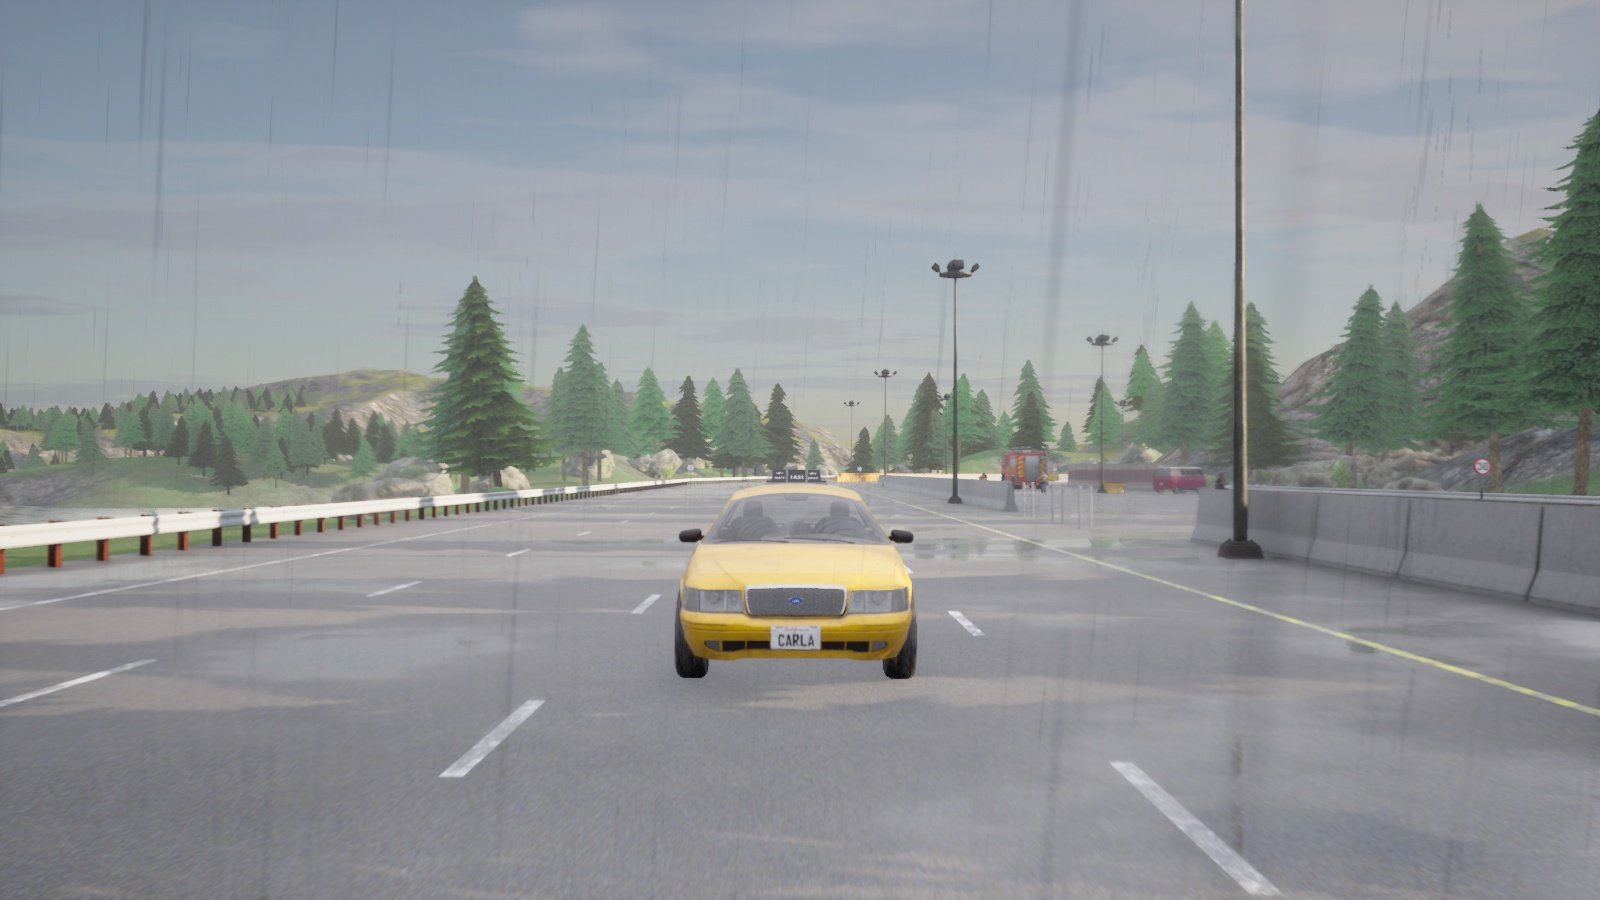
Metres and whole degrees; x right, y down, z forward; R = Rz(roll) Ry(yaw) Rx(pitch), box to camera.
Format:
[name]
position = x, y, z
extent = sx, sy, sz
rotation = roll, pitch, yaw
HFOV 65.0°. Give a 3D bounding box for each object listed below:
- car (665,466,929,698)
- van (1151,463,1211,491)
[car]
position = -0.027, 0.942, 11.269
extent = 1.801, 1.575, 5.366
rotation = 0, -1, 0
[van]
position = 27.936, 1.996, 92.065
extent = 4.442, 1.987, 1.775
rotation = 0, -2, -33
